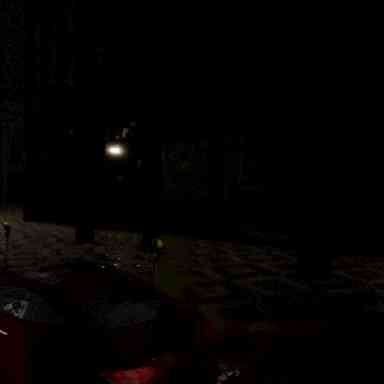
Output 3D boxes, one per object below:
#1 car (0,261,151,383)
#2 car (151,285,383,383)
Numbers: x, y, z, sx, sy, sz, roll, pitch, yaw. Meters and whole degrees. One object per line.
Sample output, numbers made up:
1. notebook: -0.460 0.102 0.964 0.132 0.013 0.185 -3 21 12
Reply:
1. car: -1.663 1.558 4.155 4.206 1.307 1.802 0 1 35
2. car: 2.475 1.324 1.193 5.009 1.841 2.192 0 1 35
